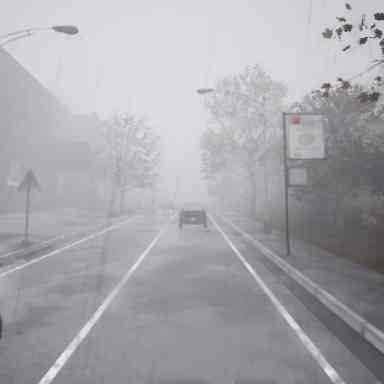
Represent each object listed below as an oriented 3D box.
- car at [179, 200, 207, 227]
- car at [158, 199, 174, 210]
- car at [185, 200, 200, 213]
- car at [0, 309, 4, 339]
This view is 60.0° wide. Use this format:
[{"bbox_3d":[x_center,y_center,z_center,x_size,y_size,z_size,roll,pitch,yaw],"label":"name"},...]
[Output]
[{"bbox_3d":[0.072,1.597,23.732,1.882,1.535,5.008,0,0,0],"label":"car"},{"bbox_3d":[-3.634,1.761,46.462,1.812,1.442,4.674,0,0,0],"label":"car"},{"bbox_3d":[0.049,1.736,41.833,1.812,1.442,4.674,0,0,0],"label":"car"},{"bbox_3d":[-3.603,1.581,2.907,1.994,1.385,4.181,0,0,0],"label":"car"}]
